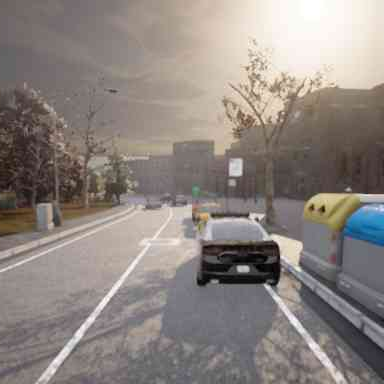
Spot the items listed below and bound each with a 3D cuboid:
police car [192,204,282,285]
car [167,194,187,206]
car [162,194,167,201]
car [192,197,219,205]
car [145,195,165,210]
[{"bbox_3d":[1.051,1.359,9.404,1.930,1.638,5.238,0,0,0],"label":"police car"},{"bbox_3d":[-1.890,1.147,47.071,2.128,1.511,4.902,-1,0,-10],"label":"car"},{"bbox_3d":[-4.723,1.081,60.563,1.837,1.490,4.892,-2,1,-16],"label":"car"},{"bbox_3d":[1.051,1.320,19.530,1.801,1.575,5.366,0,0,0],"label":"car"},{"bbox_3d":[-4.462,1.354,38.767,1.895,1.301,4.718,-1,0,-6],"label":"car"}]
